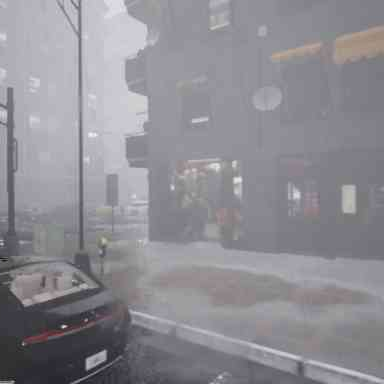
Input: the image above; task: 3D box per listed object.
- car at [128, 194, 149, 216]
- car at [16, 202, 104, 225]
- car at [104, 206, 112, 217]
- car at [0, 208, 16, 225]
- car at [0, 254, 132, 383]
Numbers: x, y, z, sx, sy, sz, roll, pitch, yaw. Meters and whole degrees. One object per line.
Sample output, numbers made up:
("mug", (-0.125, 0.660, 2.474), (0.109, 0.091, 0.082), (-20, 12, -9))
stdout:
("car", (-3.730, 1.141, 32.757), (2.150, 2.045, 5.566), (-1, 0, 35))
("car", (-9.515, 1.605, 24.428), (2.033, 1.411, 5.357), (-1, 0, 39))
("car", (-9.269, 1.559, 29.331), (1.752, 1.417, 4.829), (0, 1, 35))
("car", (-12.362, 1.659, 24.908), (2.008, 1.369, 4.403), (0, 1, 35))
("car", (-2.818, 1.615, 4.888), (4.403, 1.369, 2.008), (-1, -1, 36))
